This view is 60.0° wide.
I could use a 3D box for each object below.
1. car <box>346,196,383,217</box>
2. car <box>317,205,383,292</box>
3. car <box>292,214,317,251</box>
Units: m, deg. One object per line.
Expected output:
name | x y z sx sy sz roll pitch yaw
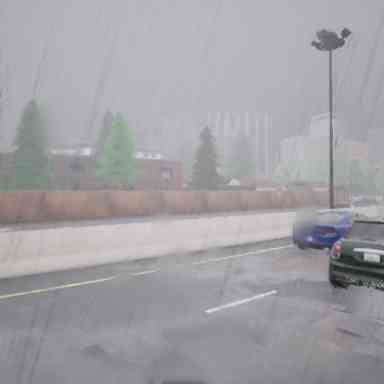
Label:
car | 16.575 1.333 31.251 4.553 1.767 2.097 0 0 -40
car | 5.316 1.342 8.103 4.553 1.767 2.097 0 0 -39
car | 5.983 1.478 13.133 5.008 1.535 1.882 0 0 -39
